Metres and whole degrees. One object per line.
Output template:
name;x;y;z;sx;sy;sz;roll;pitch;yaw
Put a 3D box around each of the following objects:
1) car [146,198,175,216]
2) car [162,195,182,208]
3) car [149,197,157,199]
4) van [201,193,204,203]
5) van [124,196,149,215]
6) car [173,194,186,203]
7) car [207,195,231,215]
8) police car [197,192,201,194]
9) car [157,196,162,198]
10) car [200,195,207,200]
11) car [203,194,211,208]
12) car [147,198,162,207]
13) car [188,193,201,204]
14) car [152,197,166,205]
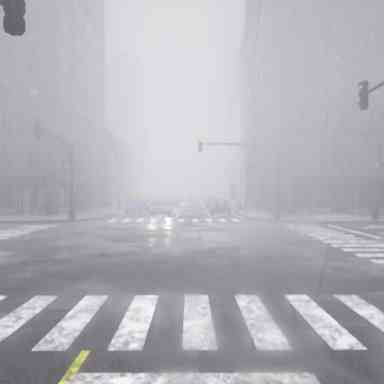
car;-2.956;1.582;32.237;1.895;1.301;4.718;0;0;0
car;-2.872;1.536;48.323;1.994;1.385;4.181;0;0;0
car;-5.682;1.417;39.443;1.967;1.590;4.097;0;0;0
van;2.922;1.307;56.414;1.690;1.788;3.998;0;0;0
van;-5.709;1.321;33.774;1.690;1.788;3.998;0;0;0
car;-2.694;1.556;68.086;1.895;1.301;4.718;0;0;0
car;2.817;1.420;33.737;1.967;1.590;4.097;0;0;0
police car;2.729;1.369;79.843;1.930;1.638;5.238;0;0;0
car;-5.656;1.539;45.111;1.947;1.339;4.313;0;0;0
car;3.079;1.499;90.430;1.947;1.339;4.313;0;0;0
car;2.870;1.414;45.075;1.967;1.590;4.097;0;0;0
car;-5.630;1.552;50.779;1.802;1.307;4.206;0;0;0
car;0.292;1.485;64.142;1.812;1.442;4.674;0;0;0
car;-5.604;1.532;56.448;1.947;1.339;4.313;0;0;0
